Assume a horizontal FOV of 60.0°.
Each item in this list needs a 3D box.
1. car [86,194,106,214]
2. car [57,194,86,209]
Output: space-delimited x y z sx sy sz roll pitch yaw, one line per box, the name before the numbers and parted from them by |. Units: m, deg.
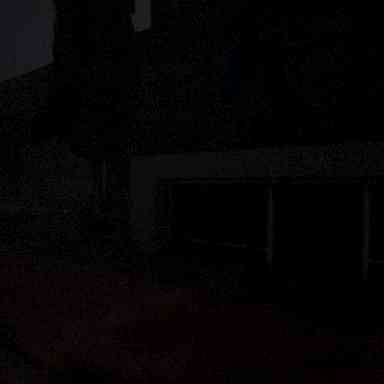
car | -5.887 1.047 27.242 2.097 1.767 4.553 1 1 36
car | -12.341 1.014 36.536 1.882 1.535 5.008 1 1 36
